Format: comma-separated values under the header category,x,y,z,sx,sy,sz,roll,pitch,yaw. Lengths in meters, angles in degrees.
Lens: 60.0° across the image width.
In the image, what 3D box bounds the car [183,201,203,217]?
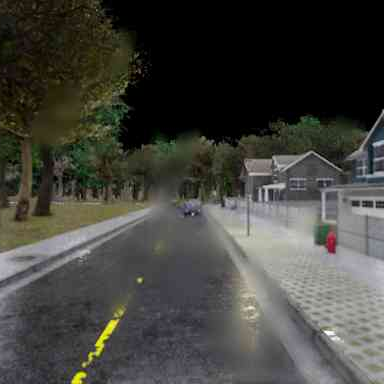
category,x,y,z,sx,sy,sz,roll,pitch,yaw
car,0.100,1.842,33.743,1.895,1.301,4.718,0,0,0

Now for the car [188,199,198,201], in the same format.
category,x,y,z,sx,sy,sz,roll,pitch,yaw
car,0.104,1.674,44.136,2.097,1.767,4.553,0,-1,0

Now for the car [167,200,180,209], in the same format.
category,x,y,z,sx,sy,sz,roll,pitch,yaw
car,-2.826,1.931,51.777,2.033,1.411,5.357,0,0,0
